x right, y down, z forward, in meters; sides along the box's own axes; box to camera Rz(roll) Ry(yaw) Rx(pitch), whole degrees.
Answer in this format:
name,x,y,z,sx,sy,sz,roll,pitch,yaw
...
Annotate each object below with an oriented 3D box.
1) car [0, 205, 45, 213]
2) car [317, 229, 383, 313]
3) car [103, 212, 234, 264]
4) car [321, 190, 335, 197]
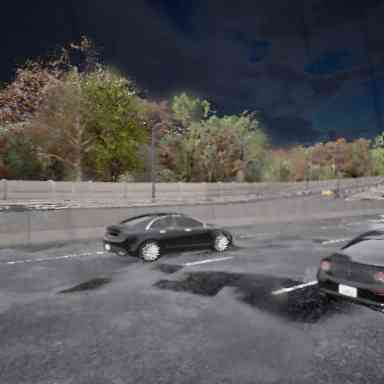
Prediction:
name,x,y,z,sx,sy,sz,roll,pitch,yaw
car,-10.196,1.500,18.202,4.892,1.490,1.837,0,0,-35
car,4.511,1.498,6.968,4.674,1.442,1.812,0,0,-35
car,-0.668,1.482,11.869,4.892,1.490,1.837,0,0,-36
car,33.520,0.304,82.616,1.882,1.535,5.008,0,1,32
